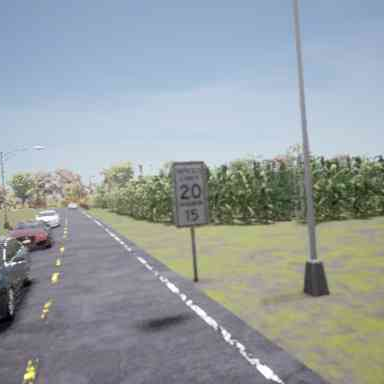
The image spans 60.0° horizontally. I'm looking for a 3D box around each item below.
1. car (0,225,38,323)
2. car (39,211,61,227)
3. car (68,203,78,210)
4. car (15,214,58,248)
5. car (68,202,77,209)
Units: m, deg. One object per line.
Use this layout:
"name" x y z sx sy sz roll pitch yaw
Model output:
"car" -4.858 1.846 7.543 1.837 1.490 4.892 -4 0 -20
"car" -12.869 2.432 29.805 1.812 1.442 4.674 -4 1 -20
"car" -28.305 3.502 79.112 1.812 1.442 4.674 -4 0 -21
"car" -8.280 2.146 17.178 1.994 1.385 4.181 -4 0 -20
"car" -31.919 3.646 88.732 2.128 1.511 4.902 -4 0 -21
